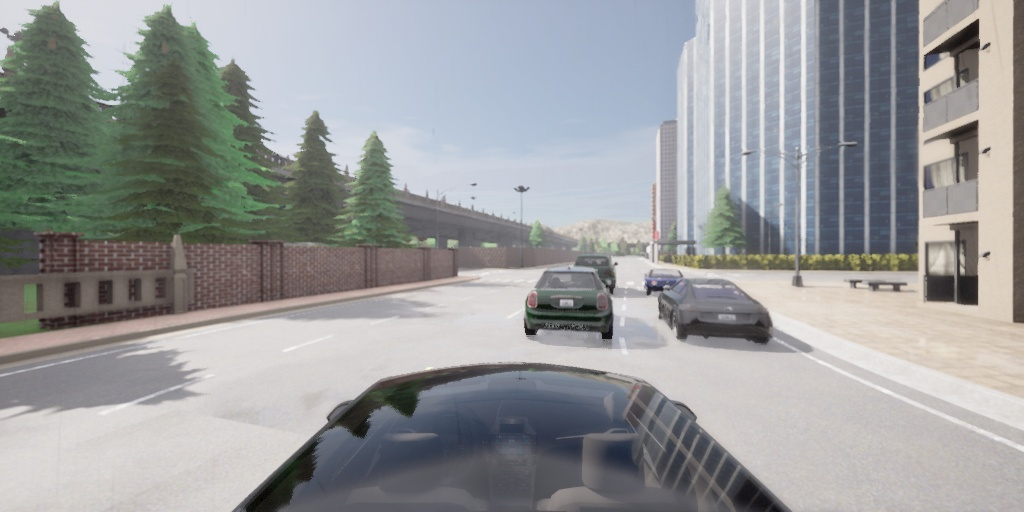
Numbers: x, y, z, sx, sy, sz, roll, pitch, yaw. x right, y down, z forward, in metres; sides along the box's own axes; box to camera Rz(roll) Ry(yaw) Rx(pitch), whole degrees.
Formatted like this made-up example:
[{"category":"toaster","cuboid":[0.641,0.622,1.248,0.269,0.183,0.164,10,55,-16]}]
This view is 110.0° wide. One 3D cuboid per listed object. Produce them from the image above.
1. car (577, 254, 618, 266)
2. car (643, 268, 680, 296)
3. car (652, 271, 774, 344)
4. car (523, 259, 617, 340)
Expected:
[{"category":"car","cuboid":[4.696,0.921,20.194,2.150,2.045,5.566,0,0,18]},{"category":"car","cuboid":[7.919,1.295,18.757,1.895,1.301,4.718,0,0,18]},{"category":"car","cuboid":[5.151,1.285,9.636,1.994,1.385,4.181,0,0,15]},{"category":"car","cuboid":[1.733,1.079,10.185,2.097,1.767,4.553,0,0,14]}]
